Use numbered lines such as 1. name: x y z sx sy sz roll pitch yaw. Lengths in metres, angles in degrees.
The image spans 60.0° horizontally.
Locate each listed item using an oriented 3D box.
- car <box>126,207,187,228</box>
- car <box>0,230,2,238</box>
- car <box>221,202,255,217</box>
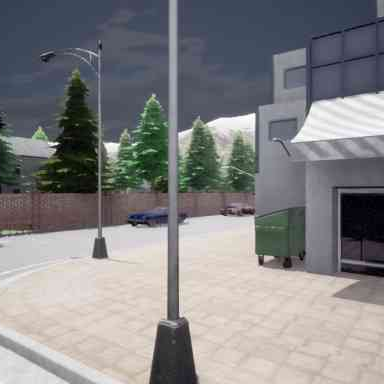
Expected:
1. car: -2.445 1.777 23.883 1.895 1.301 4.718 0 0 37
2. car: -10.481 1.663 13.411 1.837 1.490 4.892 1 -1 42
3. car: 4.629 1.741 33.423 1.994 1.385 4.181 0 0 37
